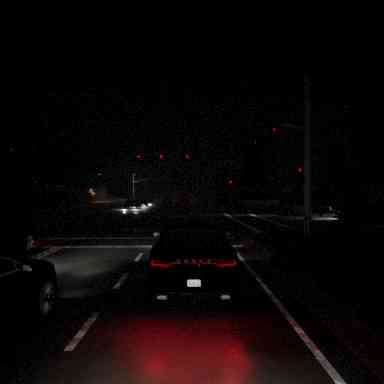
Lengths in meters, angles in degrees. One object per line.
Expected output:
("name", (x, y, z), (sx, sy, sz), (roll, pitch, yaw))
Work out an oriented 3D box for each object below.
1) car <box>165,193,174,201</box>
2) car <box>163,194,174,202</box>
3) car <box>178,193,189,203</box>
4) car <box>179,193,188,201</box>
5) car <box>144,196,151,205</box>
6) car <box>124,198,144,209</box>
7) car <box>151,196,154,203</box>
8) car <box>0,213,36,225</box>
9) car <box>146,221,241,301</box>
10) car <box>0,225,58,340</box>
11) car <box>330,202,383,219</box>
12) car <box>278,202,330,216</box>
("car", (-5.695, 1.268, 85.188), (2.097, 1.767, 4.553), (0, 0, -1))
("car", (-5.422, 1.532, 74.583), (2.033, 1.411, 5.357), (0, 0, -1))
("car", (-1.812, 1.224, 70.963), (2.150, 2.045, 5.566), (0, 0, -1))
("car", (-2.190, 1.224, 85.017), (2.150, 2.045, 5.566), (0, 0, -1))
("car", (-8.533, 1.600, 56.341), (1.895, 1.301, 4.718), (0, 0, -1))
("car", (-8.279, 1.525, 46.455), (1.812, 1.442, 4.674), (0, 0, -1))
("car", (-8.744, 1.491, 66.767), (2.128, 1.511, 4.902), (0, 0, -1))
("car", (-7.154, 1.477, 11.266), (1.882, 1.535, 5.008), (0, 0, 1))
("car", (0.000, 1.478, 8.420), (1.882, 1.535, 5.008), (0, 0, -1))
("car", (-3.468, 1.491, 4.428), (2.128, 1.511, 4.902), (0, 0, 0))
("car", (14.759, 1.563, 29.002), (4.181, 1.385, 1.994), (0, 0, -2))
("car", (10.863, 1.600, 32.391), (4.718, 1.301, 1.895), (0, 0, -2))
